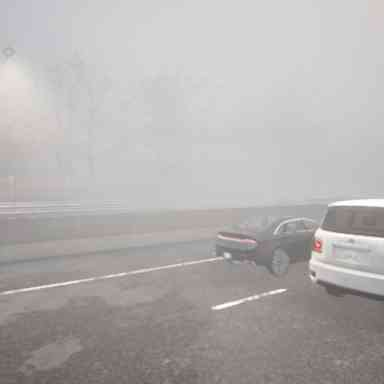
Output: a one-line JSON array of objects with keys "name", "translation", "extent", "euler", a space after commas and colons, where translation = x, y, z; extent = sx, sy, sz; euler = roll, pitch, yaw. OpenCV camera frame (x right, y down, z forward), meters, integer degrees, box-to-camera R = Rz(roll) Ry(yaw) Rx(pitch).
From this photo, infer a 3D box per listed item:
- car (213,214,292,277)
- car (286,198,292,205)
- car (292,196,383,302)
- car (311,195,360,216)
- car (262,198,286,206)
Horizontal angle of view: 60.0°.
[{"name": "car", "translation": [2.896, 1.429, 10.114], "extent": [4.902, 1.511, 2.128], "euler": [-1, 0, -36]}, {"name": "car", "translation": [12.312, 1.292, 34.274], "extent": [4.892, 1.490, 1.837], "euler": [0, 0, -35]}, {"name": "car", "translation": [4.902, 1.159, 7.251], "extent": [5.566, 2.045, 2.150], "euler": [-1, 0, -35]}, {"name": "car", "translation": [13.273, 1.147, 30.661], "extent": [4.553, 1.767, 2.097], "euler": [0, 0, -35]}, {"name": "car", "translation": [10.121, 1.335, 37.012], "extent": [5.357, 1.411, 2.033], "euler": [0, 0, -35]}]
